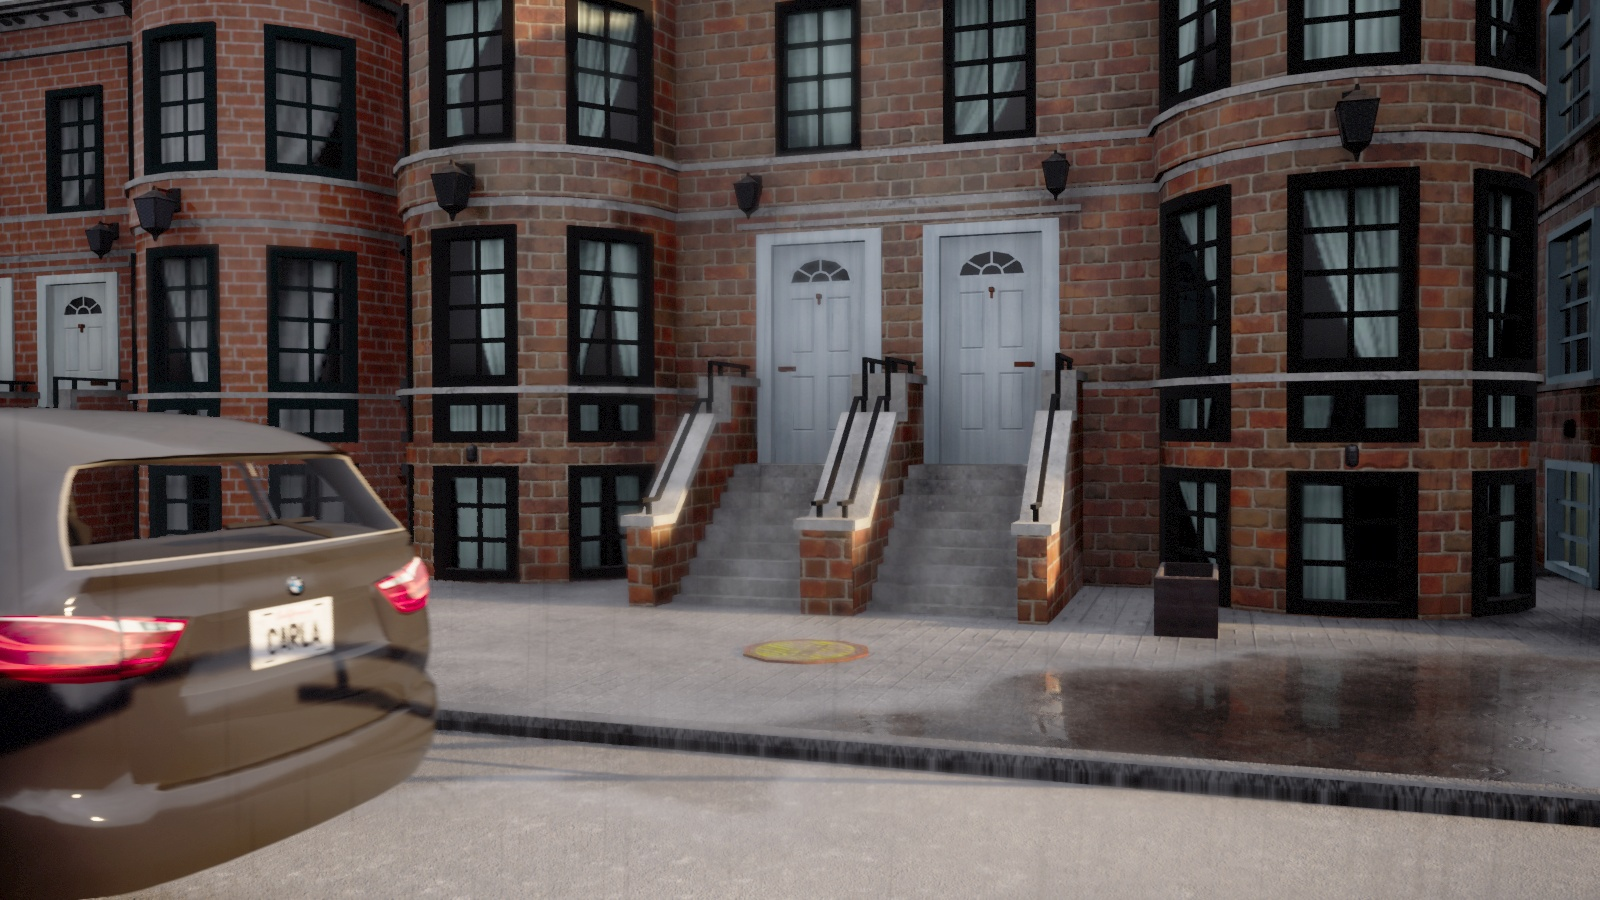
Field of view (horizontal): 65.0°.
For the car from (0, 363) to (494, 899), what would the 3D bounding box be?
[{"bbox_3d":[-3.842,0.576,5.006,4.611,1.667,2.242,1,1,19],"label":"car"}]
